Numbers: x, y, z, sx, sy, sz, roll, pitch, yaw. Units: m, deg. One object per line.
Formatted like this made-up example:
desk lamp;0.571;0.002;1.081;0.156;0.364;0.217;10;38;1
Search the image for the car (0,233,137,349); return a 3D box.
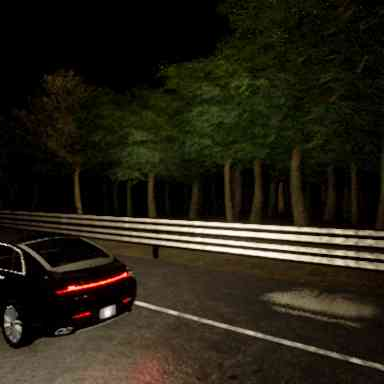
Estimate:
car;-3.200;1.564;6.419;4.892;1.490;1.837;-1;0;37
